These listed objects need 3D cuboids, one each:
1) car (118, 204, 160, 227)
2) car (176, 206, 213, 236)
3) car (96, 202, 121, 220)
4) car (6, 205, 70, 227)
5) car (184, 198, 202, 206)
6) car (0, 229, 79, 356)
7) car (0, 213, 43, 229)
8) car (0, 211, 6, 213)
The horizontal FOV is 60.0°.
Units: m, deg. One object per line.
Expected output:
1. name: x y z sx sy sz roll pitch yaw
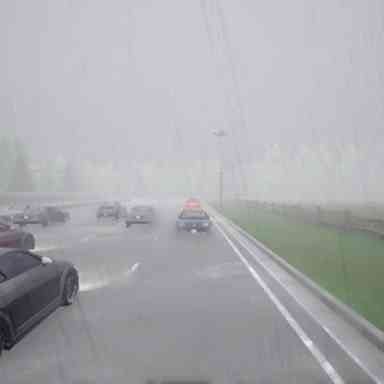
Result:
1. car: -3.401 1.643 23.365 2.033 1.411 5.357 0 0 0
2. car: 0.100 1.678 18.851 1.895 1.301 4.718 0 0 0
3. car: -6.901 1.610 28.988 2.128 1.511 4.902 0 0 0
4. car: -10.401 1.643 23.375 2.033 1.411 5.357 0 0 0
5. car: 0.099 1.508 38.311 2.097 1.767 4.553 0 0 0
6. car: -3.400 1.587 5.439 1.994 1.385 4.181 0 0 0
7. car: -6.900 1.609 10.834 1.994 1.385 4.181 0 0 0
8. car: -13.901 1.716 27.949 1.895 1.301 4.718 0 0 0
